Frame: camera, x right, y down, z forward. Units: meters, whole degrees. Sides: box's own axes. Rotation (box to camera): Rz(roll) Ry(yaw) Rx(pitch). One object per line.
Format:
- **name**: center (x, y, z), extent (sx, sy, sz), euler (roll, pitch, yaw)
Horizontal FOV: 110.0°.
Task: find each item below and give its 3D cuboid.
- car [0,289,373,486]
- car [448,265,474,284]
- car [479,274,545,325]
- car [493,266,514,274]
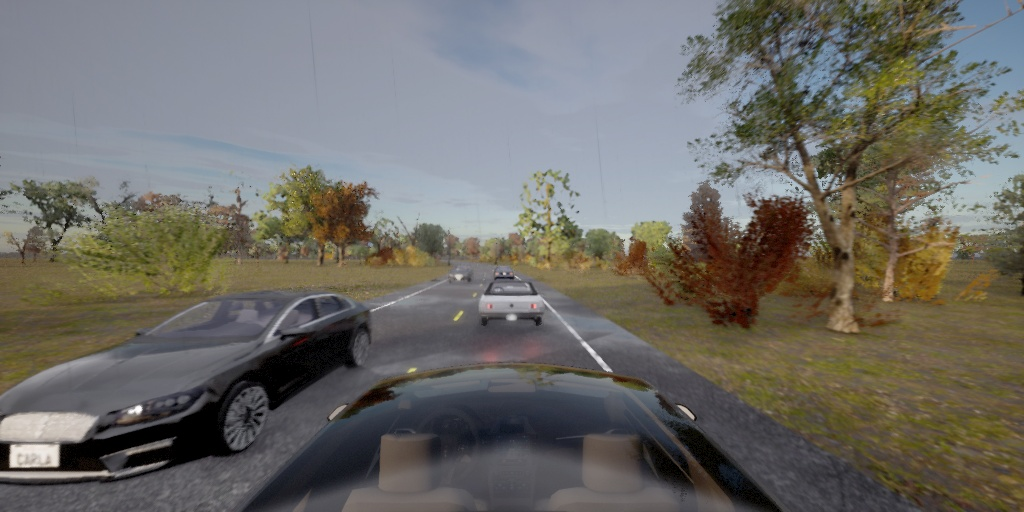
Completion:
- **car**: center (-3.642, 1.278, 5.173), extent (2.128, 1.511, 4.902), euler (0, -1, -1)
- **car**: center (-4.266, 1.504, 30.408), extent (2.128, 1.511, 4.902), euler (0, 0, -3)
- **car**: center (-0.044, 1.454, 12.254), extent (1.895, 1.301, 4.718), euler (0, -1, -1)
- **car**: center (-0.777, 1.577, 33.011), extent (2.033, 1.411, 5.357), euler (0, 0, -3)
